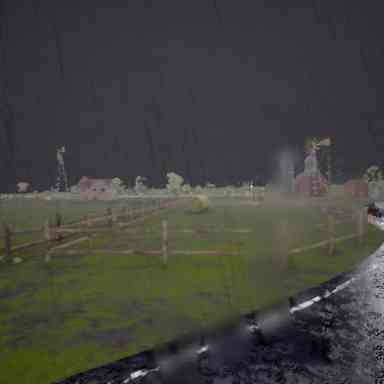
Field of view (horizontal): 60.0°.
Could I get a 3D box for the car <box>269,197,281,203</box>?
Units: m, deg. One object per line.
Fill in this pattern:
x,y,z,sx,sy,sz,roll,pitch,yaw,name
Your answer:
20.608,2.089,82.642,2.128,1.511,4.902,-1,-1,-3,car

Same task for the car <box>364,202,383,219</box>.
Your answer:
18.435,1.696,32.375,1.882,1.535,5.008,-1,-1,10,car

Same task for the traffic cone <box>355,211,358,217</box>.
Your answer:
16.767,2.220,34.035,0.340,0.580,0.340,-1,-1,9,traffic cone

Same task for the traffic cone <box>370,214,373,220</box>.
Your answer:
15.830,2.180,29.378,0.340,0.580,0.340,-1,-1,14,traffic cone

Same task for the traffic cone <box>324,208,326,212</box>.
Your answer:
17.473,2.302,43.752,0.340,0.580,0.340,-1,-1,3,traffic cone
